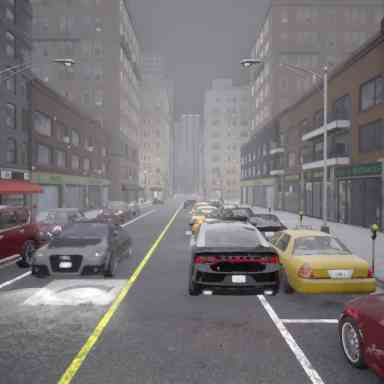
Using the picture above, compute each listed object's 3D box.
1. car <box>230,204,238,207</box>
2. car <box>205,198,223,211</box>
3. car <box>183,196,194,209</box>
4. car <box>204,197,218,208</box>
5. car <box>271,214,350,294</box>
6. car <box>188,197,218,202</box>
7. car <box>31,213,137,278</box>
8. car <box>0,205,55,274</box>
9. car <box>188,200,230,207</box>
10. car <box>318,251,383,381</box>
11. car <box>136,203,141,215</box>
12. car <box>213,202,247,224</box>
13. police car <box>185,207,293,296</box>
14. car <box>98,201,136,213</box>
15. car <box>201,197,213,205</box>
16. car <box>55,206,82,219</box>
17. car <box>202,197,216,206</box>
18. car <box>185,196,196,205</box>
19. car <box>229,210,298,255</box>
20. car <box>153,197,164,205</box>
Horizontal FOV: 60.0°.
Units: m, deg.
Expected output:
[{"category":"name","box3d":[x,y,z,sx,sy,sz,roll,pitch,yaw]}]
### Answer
[{"category":"car","box3d":[2.784,1.562,19.660,1.947,1.339,4.313,-1,0,0]},{"category":"car","box3d":[2.699,1.536,42.003,2.008,1.369,4.403,-1,0,0]},{"category":"car","box3d":[-0.168,1.487,45.610,1.837,1.490,4.892,0,0,0]},{"category":"car","box3d":[2.677,1.505,47.759,1.752,1.417,4.829,-1,0,0]},{"category":"car","box3d":[2.826,1.524,8.658,1.752,1.417,4.829,-1,0,0]},{"category":"car","box3d":[0.803,1.450,24.898,1.801,1.575,5.366,0,0,0]},{"category":"car","box3d":[-3.036,1.562,9.981,1.994,1.385,4.181,0,0,0]},{"category":"car","box3d":[-5.710,1.314,8.454,2.192,1.841,5.009,-1,0,0]},{"category":"car","box3d":[0.827,1.451,18.897,1.801,1.575,5.366,0,0,0]},{"category":"car","box3d":[2.848,1.582,2.902,1.802,1.307,4.206,-1,0,0]},{"category":"car","box3d":[-5.797,1.573,30.797,1.802,1.307,4.206,-1,0,0]},{"category":"car","box3d":[2.763,1.545,25.246,2.008,1.369,4.403,-1,0,0]},{"category":"police car","box3d":[0.868,1.424,8.818,1.930,1.638,5.238,0,0,0]},{"category":"car","box3d":[-5.776,1.434,25.211,1.967,1.590,4.097,-1,0,0]},{"category":"car","box3d":[2.636,1.552,58.761,1.802,1.307,4.206,-1,0,0]},{"category":"car","box3d":[-5.731,1.437,14.040,1.967,1.590,4.097,-1,0,0]},{"category":"car","box3d":[2.657,1.541,53.175,1.947,1.339,4.313,-1,0,0]},{"category":"car","box3d":[-0.236,1.447,59.352,1.882,1.535,5.008,0,0,0]},{"category":"car","box3d":[2.805,1.563,14.074,1.947,1.339,4.313,-1,0,0]},{"category":"car","box3d":[-5.910,1.515,58.725,1.887,1.381,4.507,-1,0,0]}]
